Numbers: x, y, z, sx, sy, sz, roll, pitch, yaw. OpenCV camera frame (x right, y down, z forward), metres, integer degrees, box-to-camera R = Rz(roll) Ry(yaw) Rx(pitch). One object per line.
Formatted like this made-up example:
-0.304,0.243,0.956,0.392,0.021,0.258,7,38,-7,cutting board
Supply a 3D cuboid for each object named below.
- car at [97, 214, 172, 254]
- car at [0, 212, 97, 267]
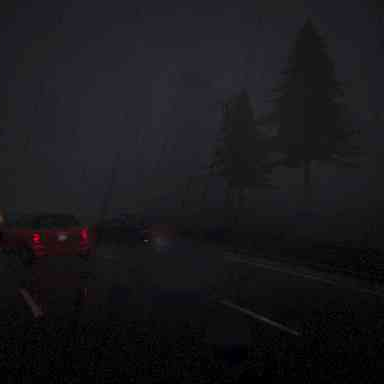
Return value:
-2.894,1.708,14.618,2.128,1.511,4.902,1,-1,-42,car
-5.662,1.513,12.451,2.097,1.767,4.553,1,-1,-42,car
